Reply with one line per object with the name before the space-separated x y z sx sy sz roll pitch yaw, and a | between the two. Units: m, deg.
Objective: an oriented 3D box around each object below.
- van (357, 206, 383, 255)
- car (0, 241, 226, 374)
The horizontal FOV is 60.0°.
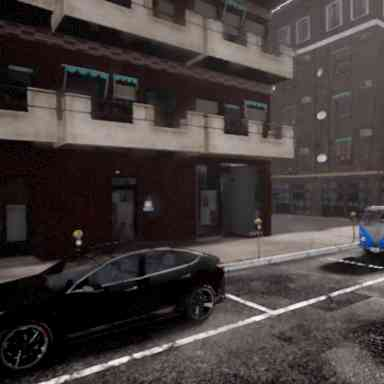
van | 7.642 1.356 12.033 3.998 1.788 1.690 0 -1 -35
car | -1.350 1.568 5.613 4.313 1.339 1.947 0 -1 -35
